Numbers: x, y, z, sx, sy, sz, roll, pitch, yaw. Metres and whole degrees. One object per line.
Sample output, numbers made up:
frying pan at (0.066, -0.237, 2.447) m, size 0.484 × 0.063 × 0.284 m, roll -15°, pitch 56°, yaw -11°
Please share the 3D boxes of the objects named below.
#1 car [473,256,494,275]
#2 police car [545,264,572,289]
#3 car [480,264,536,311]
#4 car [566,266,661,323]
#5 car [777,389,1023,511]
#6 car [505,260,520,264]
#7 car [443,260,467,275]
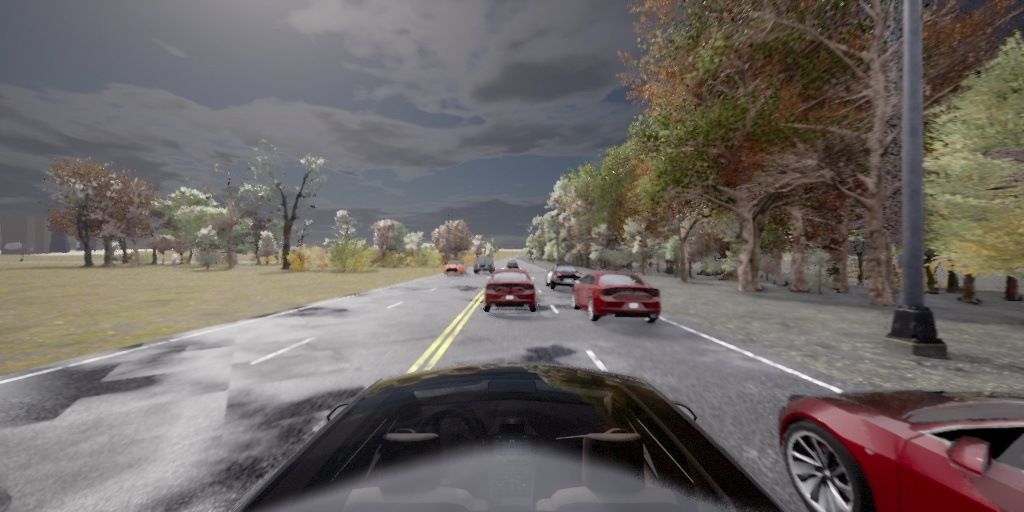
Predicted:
car at (-3.296, 1.091, 42.884) m, size 2.150 × 2.045 × 5.566 m, roll -1°, pitch 0°, yaw 1°
police car at (3.254, 1.302, 23.081) m, size 2.038 × 1.542 × 4.974 m, roll 0°, pitch -1°, yaw 0°
car at (-0.060, 1.275, 14.815) m, size 1.882 × 1.535 × 5.008 m, roll 0°, pitch 0°, yaw 0°
car at (3.260, 1.233, 12.083) m, size 1.882 × 1.535 × 5.008 m, roll 1°, pitch -1°, yaw 0°
car at (3.236, 1.234, 1.104) m, size 2.163 × 1.488 × 4.792 m, roll -1°, pitch 0°, yaw 0°
car at (0.071, 1.456, 55.811) m, size 1.837 × 1.490 × 4.892 m, roll 0°, pitch 0°, yaw 0°
car at (-6.548, 1.246, 41.459) m, size 2.097 × 1.767 × 4.553 m, roll 0°, pitch 0°, yaw 1°
